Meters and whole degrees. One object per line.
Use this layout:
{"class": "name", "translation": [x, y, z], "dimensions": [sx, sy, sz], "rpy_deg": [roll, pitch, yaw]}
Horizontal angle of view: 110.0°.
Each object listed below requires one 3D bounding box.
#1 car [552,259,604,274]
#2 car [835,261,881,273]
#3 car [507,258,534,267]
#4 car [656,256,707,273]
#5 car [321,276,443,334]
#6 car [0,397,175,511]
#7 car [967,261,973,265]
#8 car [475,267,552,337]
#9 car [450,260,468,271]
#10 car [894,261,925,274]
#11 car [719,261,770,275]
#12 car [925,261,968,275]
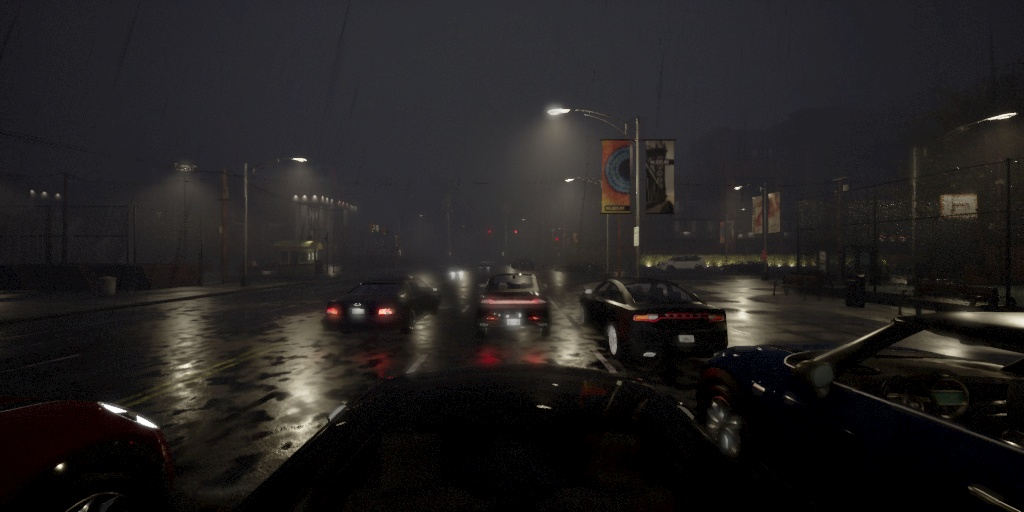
{"class": "car", "translation": [7.572, 1.298, 40.117], "dimensions": [5.357, 1.411, 2.033], "rpy_deg": [0, 0, 16]}
{"class": "car", "translation": [41.374, 1.275, 42.794], "dimensions": [4.674, 1.442, 1.812], "rpy_deg": [0, 0, 0]}
{"class": "car", "translation": [1.495, 1.102, 51.959], "dimensions": [2.097, 1.767, 4.553], "rpy_deg": [0, 0, -21]}
{"class": "car", "translation": [20.119, 0.971, 42.667], "dimensions": [5.566, 2.045, 2.150], "rpy_deg": [0, 0, 0]}
{"class": "car", "translation": [-3.443, 1.297, 10.584], "dimensions": [2.033, 1.411, 5.357], "rpy_deg": [0, 0, 0]}
{"class": "car", "translation": [-3.403, 1.102, 0.579], "dimensions": [2.097, 1.767, 4.553], "rpy_deg": [0, 0, 0]}
{"class": "car", "translation": [45.195, 1.297, 32.295], "dimensions": [5.357, 1.411, 2.033], "rpy_deg": [0, 0, -1]}
{"class": "car", "translation": [0.054, 1.242, 10.321], "dimensions": [2.128, 1.511, 4.902], "rpy_deg": [0, 0, 0]}
{"class": "car", "translation": [-7.017, 1.242, 48.000], "dimensions": [2.128, 1.511, 4.902], "rpy_deg": [0, 0, 1]}
{"class": "car", "translation": [44.944, 1.233, 39.296], "dimensions": [5.008, 1.535, 1.882], "rpy_deg": [0, 0, 0]}
{"class": "car", "translation": [25.363, 1.241, 39.205], "dimensions": [4.902, 1.511, 2.128], "rpy_deg": [0, 0, 0]}
{"class": "car", "translation": [45.162, 1.241, 35.795], "dimensions": [4.902, 1.511, 2.128], "rpy_deg": [0, 0, -1]}
